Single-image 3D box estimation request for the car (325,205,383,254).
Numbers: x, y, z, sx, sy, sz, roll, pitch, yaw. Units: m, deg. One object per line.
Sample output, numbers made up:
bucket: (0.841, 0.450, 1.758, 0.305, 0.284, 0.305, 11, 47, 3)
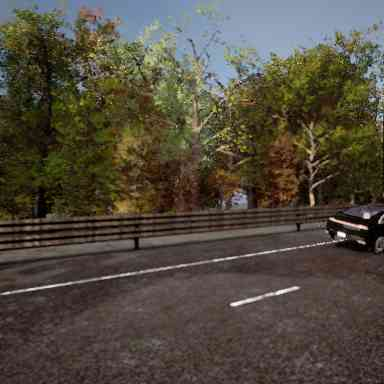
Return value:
car: (7.416, 1.355, 13.395, 4.902, 1.511, 2.128, 1, 9, -35)
